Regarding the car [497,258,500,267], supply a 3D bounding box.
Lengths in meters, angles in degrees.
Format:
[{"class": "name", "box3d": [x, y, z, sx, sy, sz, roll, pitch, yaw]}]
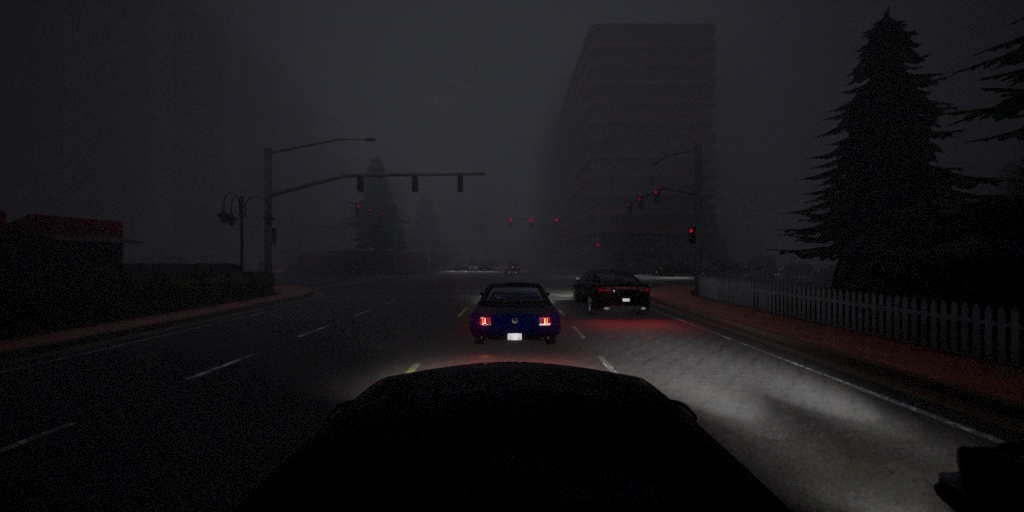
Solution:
[{"class": "car", "box3d": [-3.571, 1.251, 64.929, 1.837, 1.490, 4.892, 0, 0, 0]}]

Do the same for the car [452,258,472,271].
[{"class": "car", "box3d": [-7.106, 1.273, 49.434, 1.812, 1.442, 4.674, 0, 0, 0]}]

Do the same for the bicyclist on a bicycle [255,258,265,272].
[{"class": "bicyclist on a bicycle", "box3d": [-27.897, 0.993, 39.744, 0.582, 1.620, 1.656, 0, 0, 0]}]

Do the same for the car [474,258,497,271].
[{"class": "car", "box3d": [-3.597, 1.295, 48.951, 2.033, 1.411, 5.357, 0, 0, 0]}]

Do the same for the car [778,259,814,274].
[{"class": "car", "box3d": [31.761, 1.293, 39.940, 4.718, 1.301, 1.895, 0, 0, -39]}]

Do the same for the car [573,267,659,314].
[{"class": "car", "box3d": [3.584, 1.227, 13.706, 1.882, 1.535, 5.008, 0, 0, 0]}]

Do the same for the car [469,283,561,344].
[{"class": "car", "box3d": [0.072, 1.350, 9.500, 1.895, 1.301, 4.718, 0, 0, 0]}]

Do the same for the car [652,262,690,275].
[{"class": "car", "box3d": [16.580, 1.293, 36.488, 4.718, 1.301, 1.895, 0, 0, -14]}]

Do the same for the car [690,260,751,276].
[{"class": "car", "box3d": [19.562, 1.293, 33.639, 4.718, 1.301, 1.895, 0, 0, -18]}]

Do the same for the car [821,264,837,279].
[{"class": "car", "box3d": [27.434, 1.294, 29.111, 4.718, 1.301, 1.895, 0, 0, -23]}]

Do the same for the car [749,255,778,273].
[{"class": "car", "box3d": [29.994, 0.916, 42.949, 5.566, 2.045, 2.150, 0, 0, -40]}]

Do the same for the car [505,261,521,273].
[{"class": "car", "box3d": [0.084, 1.291, 42.422, 2.033, 1.411, 5.357, 0, 0, 0]}]
